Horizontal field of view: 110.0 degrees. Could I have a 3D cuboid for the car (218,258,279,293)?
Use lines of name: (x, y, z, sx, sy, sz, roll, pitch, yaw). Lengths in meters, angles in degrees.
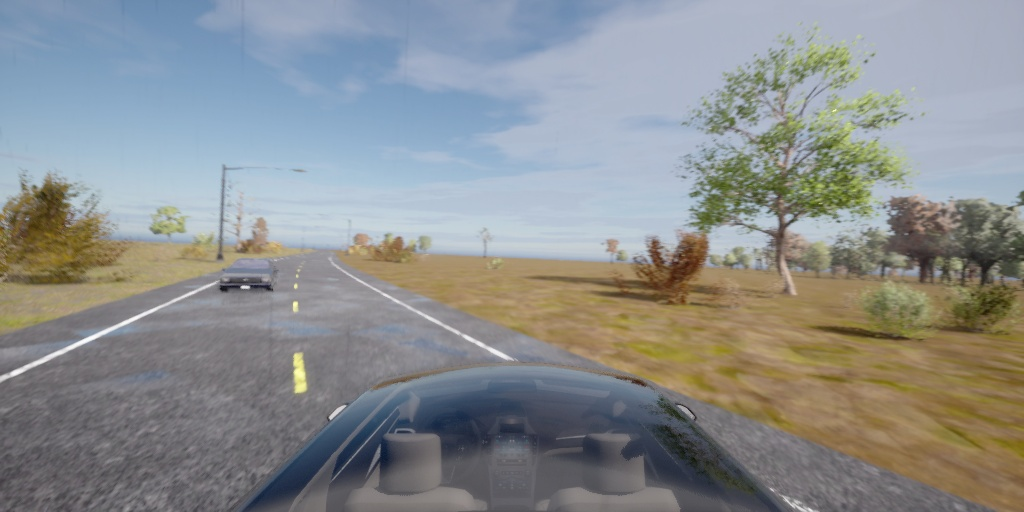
car: (-11.945, 0.799, 16.563, 2.033, 1.411, 5.357, 3, 0, -31)
